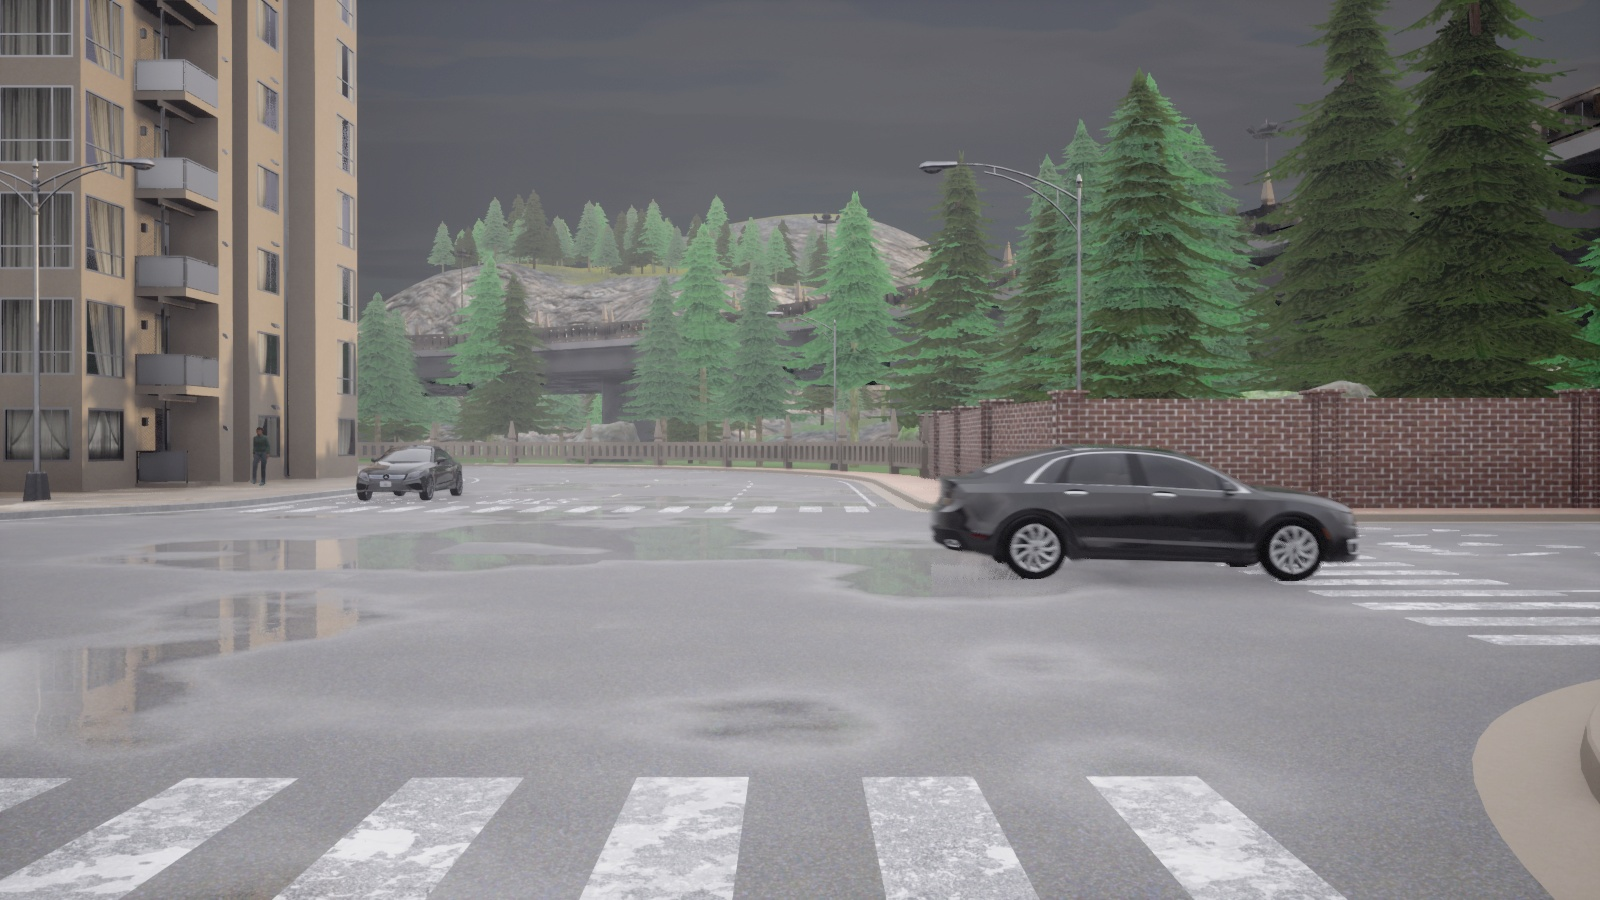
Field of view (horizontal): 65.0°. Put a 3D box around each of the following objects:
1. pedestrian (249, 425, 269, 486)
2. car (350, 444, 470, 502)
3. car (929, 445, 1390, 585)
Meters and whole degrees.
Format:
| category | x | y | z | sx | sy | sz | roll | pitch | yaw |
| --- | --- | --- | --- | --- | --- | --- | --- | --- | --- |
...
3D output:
| category | x | y | z | sx | sy | sz | roll | pitch | yaw |
| --- | --- | --- | --- | --- | --- | --- | --- | --- | --- |
| pedestrian | -16.744 | 0.167 | 38.875 | 0.353 | 1.847 | 0.614 | 0 | 0 | 2 |
| car | -10.497 | 0.571 | 34.132 | 1.812 | 1.442 | 4.674 | 0 | 0 | 0 |
| car | 4.069 | 0.713 | 14.810 | 4.892 | 1.490 | 1.837 | 1 | 0 | 0 |
